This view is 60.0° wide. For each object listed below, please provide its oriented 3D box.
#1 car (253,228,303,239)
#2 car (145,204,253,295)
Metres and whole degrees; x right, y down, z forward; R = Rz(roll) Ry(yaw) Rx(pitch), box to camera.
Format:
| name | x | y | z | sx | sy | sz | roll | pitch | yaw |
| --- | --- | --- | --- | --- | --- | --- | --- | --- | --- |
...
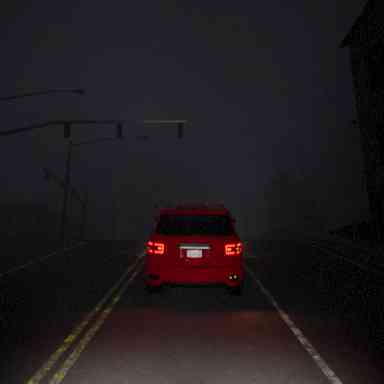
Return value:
| name | x | y | z | sx | sy | sz | roll | pitch | yaw |
| --- | --- | --- | --- | --- | --- | --- | --- | --- | --- |
| car | 7.955 | 4.664 | 32.313 | 5.566 | 2.045 | 2.150 | -3 | -14 | 12 |
| car | 0.080 | 1.347 | 9.242 | 2.150 | 2.045 | 5.566 | 1 | -1 | 1 |
